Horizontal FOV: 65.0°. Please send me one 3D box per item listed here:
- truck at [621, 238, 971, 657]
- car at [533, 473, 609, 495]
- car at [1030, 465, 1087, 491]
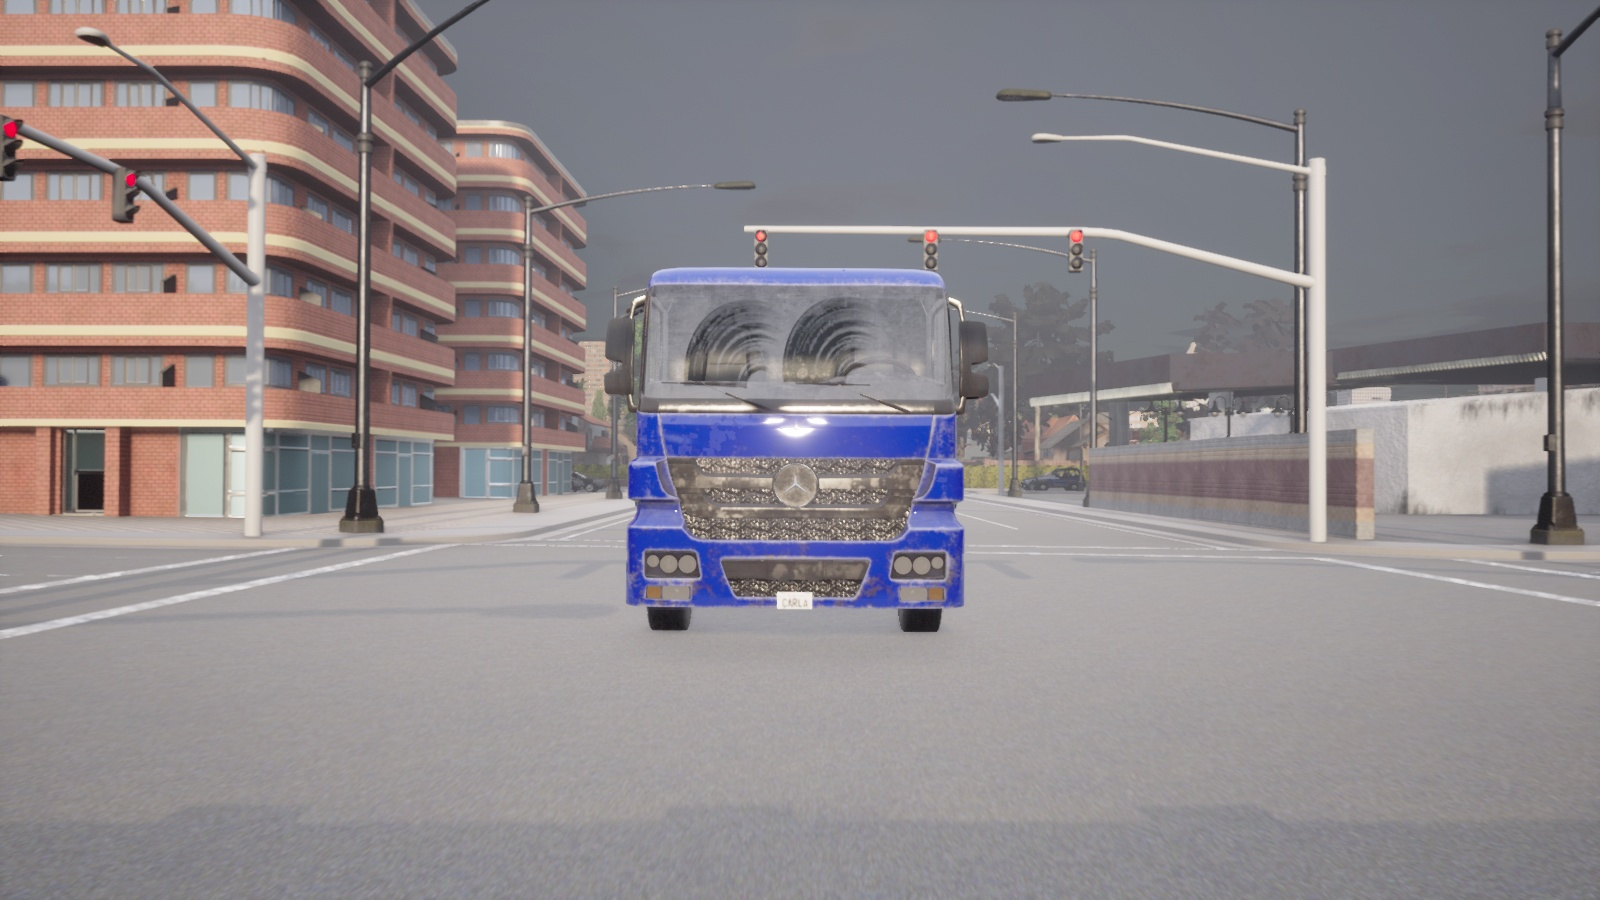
[{"bbox_3d":[-0.045,0.039,14.341,2.891,3.462,7.936,0,-1,0],"label":"truck"},{"bbox_3d":[-15.861,2.330,87.196,4.892,1.490,1.837,0,-1,1],"label":"car"},{"bbox_3d":[19.464,2.106,94.726,3.866,1.878,1.905,0,-1,1],"label":"car"}]
